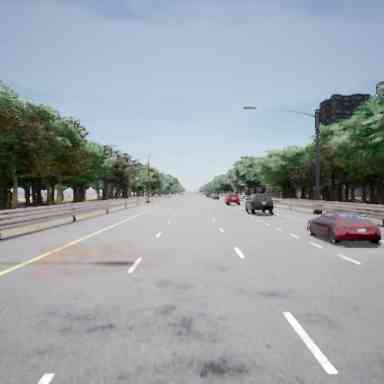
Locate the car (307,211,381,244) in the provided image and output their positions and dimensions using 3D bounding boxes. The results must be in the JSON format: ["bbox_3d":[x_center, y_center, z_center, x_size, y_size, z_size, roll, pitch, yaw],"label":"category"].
[{"bbox_3d":[6.999,1.569,15.744,1.994,1.385,4.181,0,0,0],"label":"car"}]

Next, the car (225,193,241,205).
[{"bbox_3d":[7.013,1.271,58.147,2.150,2.045,5.566,0,0,0],"label":"car"}]

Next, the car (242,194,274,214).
[{"bbox_3d":[7.000,1.229,34.936,2.150,2.045,5.566,0,0,0],"label":"car"}]
